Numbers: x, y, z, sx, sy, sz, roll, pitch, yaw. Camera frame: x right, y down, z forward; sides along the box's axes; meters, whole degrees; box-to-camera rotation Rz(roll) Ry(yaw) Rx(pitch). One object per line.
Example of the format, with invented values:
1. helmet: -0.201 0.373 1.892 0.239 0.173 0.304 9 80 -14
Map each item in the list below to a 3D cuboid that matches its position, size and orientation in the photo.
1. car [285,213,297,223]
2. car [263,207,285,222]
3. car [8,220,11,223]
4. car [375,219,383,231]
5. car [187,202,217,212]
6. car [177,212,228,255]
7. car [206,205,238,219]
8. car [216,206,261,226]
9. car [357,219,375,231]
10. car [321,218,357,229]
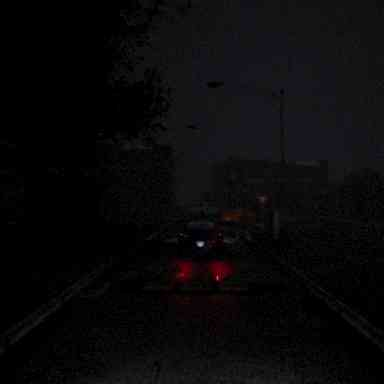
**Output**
1. car: 13.052 3.749 49.346 1.946 1.575 5.366 7 -4 -31
2. car: 10.228 3.210 48.613 2.435 2.045 5.566 7 -4 -31
3. car: -26.951 3.508 46.332 5.008 1.535 1.882 -4 -4 40
4. car: 27.844 5.198 52.064 1.946 1.575 5.366 7 -4 -30
5. car: 1.398 2.496 46.864 2.435 2.045 5.566 1 -3 -31
6. car: 0.381 1.792 14.503 1.812 1.442 4.674 0 -2 2
7. car: 4.271 2.790 47.487 2.185 1.767 4.553 4 -3 -32
8. car: 4.525 2.344 31.622 1.882 1.535 5.008 0 -3 32
9. car: 24.971 4.950 51.376 2.002 1.452 4.674 7 -4 -30
10. car: 22.007 4.660 50.828 2.002 1.452 4.674 7 -4 -30
